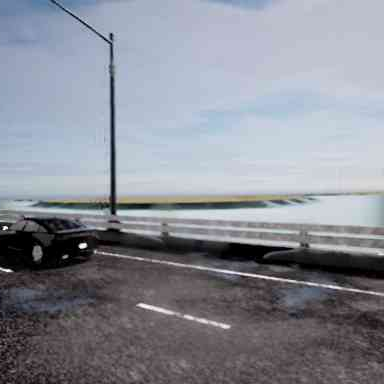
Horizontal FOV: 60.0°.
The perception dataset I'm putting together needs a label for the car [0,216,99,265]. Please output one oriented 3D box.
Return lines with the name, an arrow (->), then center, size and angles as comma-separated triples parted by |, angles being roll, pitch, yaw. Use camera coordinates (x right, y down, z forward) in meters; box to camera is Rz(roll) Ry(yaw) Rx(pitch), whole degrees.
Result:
car -> -5.551, 1.607, 12.257 | 5.008, 1.535, 1.882 | 0, 0, 36
